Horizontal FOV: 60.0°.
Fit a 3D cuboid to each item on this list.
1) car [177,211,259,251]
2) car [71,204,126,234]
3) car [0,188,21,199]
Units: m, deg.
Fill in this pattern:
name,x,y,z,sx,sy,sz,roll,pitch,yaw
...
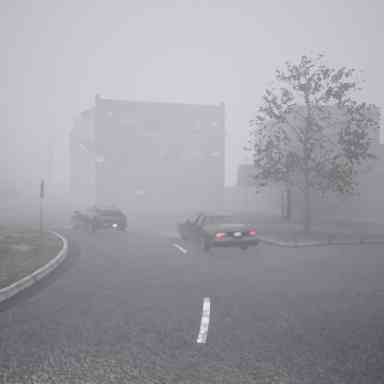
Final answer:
name,x,y,z,sx,sy,sz,roll,pitch,yaw
car,0.856,1.525,14.081,2.033,1.411,5.357,0,0,-17
car,-5.469,1.485,19.243,1.837,1.490,4.892,2,-1,-36
car,-27.239,0.182,49.801,2.033,1.411,5.357,0,5,-13
